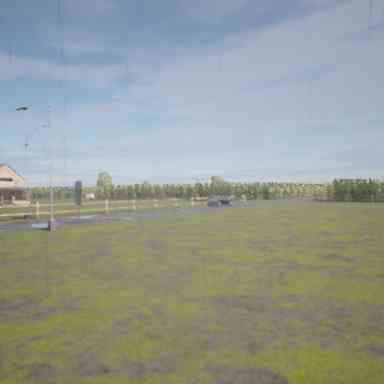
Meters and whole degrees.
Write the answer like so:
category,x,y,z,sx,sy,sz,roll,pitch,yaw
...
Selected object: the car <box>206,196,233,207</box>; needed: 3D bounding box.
category,x,y,z,sx,sy,sz,roll,pitch,yaw
car,3.938,1.296,46.912,1.837,1.490,4.892,-1,0,37
